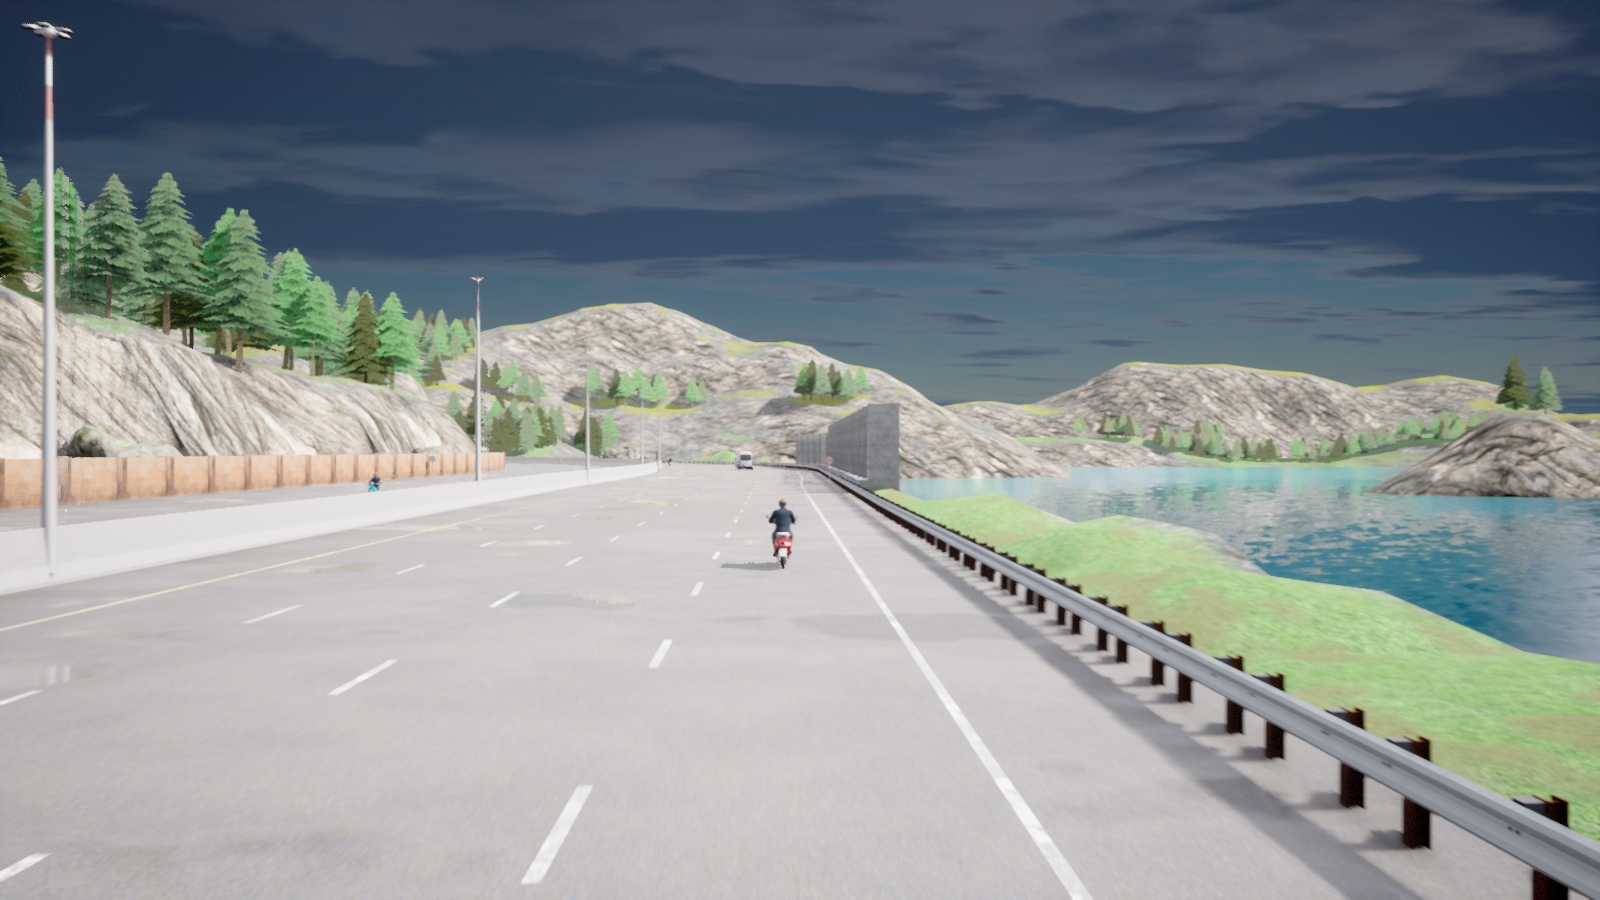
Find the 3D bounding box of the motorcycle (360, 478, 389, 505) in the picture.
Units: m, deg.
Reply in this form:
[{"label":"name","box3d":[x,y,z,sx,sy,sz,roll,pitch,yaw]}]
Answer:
[{"label":"motorcycle","box3d":[-22.067,2.125,59.288,0.856,1.334,1.805,0,0,-1]}]

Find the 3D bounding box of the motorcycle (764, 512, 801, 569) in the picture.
[{"label":"motorcycle","box3d":[-0.425,2.171,27.644,0.856,1.236,1.805,0,0,-1]}]
